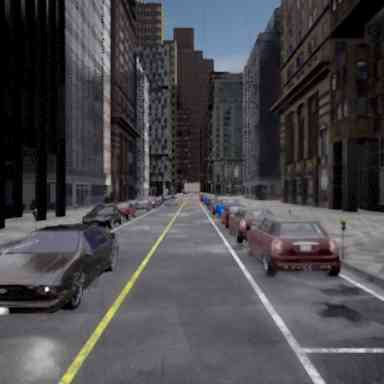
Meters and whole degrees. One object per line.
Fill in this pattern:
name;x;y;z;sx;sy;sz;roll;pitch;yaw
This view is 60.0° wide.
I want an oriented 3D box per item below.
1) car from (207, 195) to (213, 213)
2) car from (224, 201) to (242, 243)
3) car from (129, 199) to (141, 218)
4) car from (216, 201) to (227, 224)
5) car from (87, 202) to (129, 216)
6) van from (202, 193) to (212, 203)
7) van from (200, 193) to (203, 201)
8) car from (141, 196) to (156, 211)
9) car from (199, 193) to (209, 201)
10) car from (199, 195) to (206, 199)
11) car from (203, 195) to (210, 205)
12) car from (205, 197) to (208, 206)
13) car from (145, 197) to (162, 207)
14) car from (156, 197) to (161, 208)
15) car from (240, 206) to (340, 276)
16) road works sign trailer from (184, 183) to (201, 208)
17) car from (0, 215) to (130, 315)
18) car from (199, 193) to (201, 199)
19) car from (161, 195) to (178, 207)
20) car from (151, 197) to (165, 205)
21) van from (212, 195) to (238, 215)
car;2.857;1.391;32.863;1.967;1.590;4.097;0;0;0
car;2.854;1.416;15.917;1.967;1.590;4.097;0;0;0
car;-5.668;1.503;27.212;1.887;1.381;4.507;0;0;0
car;2.856;1.512;21.566;1.887;1.381;4.507;0;0;0
car;-5.669;1.533;21.563;1.947;1.339;4.313;0;0;0
van;2.858;1.268;49.809;1.690;1.788;3.998;0;0;0
van;2.860;1.253;61.106;1.690;1.788;3.998;0;0;0
car;-5.667;1.493;38.509;2.008;1.369;4.403;0;0;0
car;2.864;1.199;78.052;2.192;1.841;5.009;0;0;0
car;2.868;1.427;94.999;1.802;1.307;4.206;0;0;0
car;2.859;1.501;44.161;1.947;1.339;4.313;0;0;0
car;2.858;1.487;38.512;1.887;1.381;4.507;0;0;0
car;-5.665;1.478;49.807;2.008;1.369;4.403;0;0;0
car;-5.667;1.375;44.158;1.967;1.590;4.097;0;0;0
car;2.853;1.424;10.269;1.967;1.590;4.097;0;0;0
road works sign trailer;0.009;0.395;47.051;2.380;3.560;2.880;0;0;0
car;-3.099;1.535;8.038;2.033;1.411;5.357;0;0;0
car;2.862;1.219;66.754;2.192;1.841;5.009;0;0;0
car;-3.073;1.529;49.130;1.895;1.301;4.718;0;0;0
car;-5.664;1.501;55.456;1.802;1.307;4.206;0;0;0
van;2.855;1.300;27.214;1.690;1.788;3.998;0;0;0
